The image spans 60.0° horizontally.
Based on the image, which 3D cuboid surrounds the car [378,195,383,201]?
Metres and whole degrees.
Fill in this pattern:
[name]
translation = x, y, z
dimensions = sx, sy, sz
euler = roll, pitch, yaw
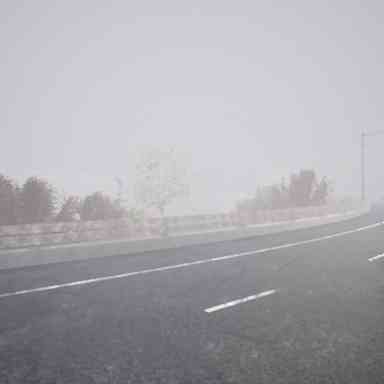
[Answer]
[car]
translation = 46.559, 1.529, 79.911
dimensions = 1.882, 1.535, 5.008
euler = 0, 0, 6
